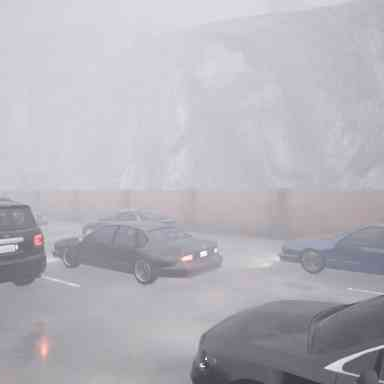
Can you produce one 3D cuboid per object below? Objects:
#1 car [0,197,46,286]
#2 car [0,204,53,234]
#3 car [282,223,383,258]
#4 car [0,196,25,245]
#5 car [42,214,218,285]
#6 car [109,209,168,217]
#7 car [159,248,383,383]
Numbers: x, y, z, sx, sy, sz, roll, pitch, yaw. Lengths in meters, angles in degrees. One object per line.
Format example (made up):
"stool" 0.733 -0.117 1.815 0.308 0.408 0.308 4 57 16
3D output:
"car" -5.865 1.221 8.155 5.566 2.045 2.150 0 0 35
"car" -11.011 1.547 20.402 5.357 1.411 2.033 0 0 35
"car" 5.160 1.547 8.916 5.357 1.411 2.033 0 0 35
"car" -10.357 1.221 15.634 5.566 2.045 2.150 0 0 36
"car" -1.762 1.547 9.530 5.357 1.411 2.033 0 0 35
"car" -2.785 1.505 14.555 4.892 1.490 1.837 0 0 35
"car" 2.247 1.505 2.445 4.892 1.490 1.837 0 0 35
